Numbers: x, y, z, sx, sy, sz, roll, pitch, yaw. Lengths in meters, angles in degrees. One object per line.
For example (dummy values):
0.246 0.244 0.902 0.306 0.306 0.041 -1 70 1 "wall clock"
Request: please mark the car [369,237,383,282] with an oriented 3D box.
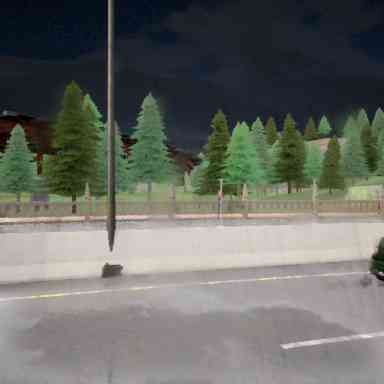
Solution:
6.570 1.352 7.580 4.553 1.767 2.097 0 0 -12 "car"
